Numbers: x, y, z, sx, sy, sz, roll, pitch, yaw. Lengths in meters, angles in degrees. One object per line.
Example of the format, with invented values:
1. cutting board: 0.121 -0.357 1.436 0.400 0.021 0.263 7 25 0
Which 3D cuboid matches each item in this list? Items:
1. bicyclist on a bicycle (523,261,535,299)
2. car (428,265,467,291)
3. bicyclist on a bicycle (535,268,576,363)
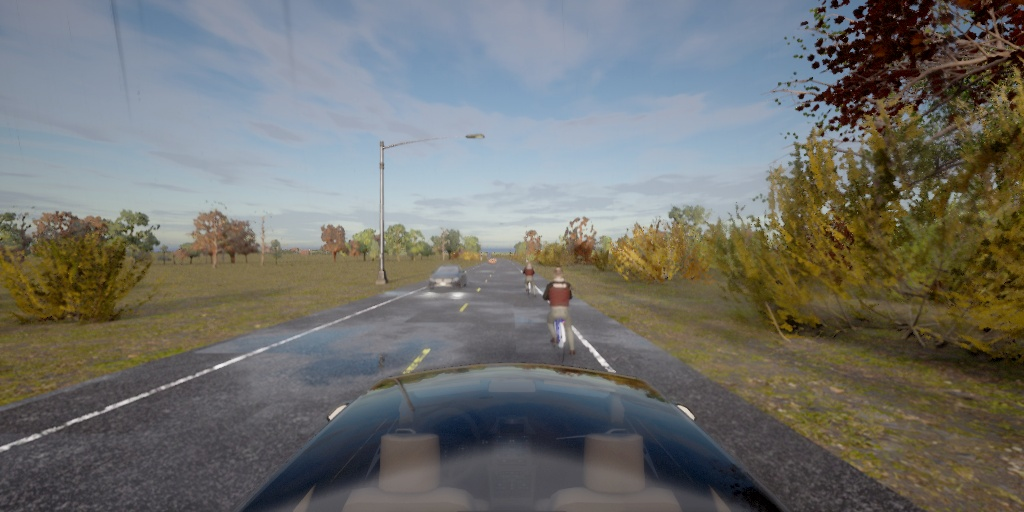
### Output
1. bicyclist on a bicycle: 0.815 1.113 17.275 0.659 1.776 1.843 0 0 -1
2. car: -3.806 1.267 21.926 1.812 1.442 4.674 0 0 -1
3. bicyclist on a bicycle: 0.918 1.118 7.262 0.659 1.776 1.843 0 0 0
